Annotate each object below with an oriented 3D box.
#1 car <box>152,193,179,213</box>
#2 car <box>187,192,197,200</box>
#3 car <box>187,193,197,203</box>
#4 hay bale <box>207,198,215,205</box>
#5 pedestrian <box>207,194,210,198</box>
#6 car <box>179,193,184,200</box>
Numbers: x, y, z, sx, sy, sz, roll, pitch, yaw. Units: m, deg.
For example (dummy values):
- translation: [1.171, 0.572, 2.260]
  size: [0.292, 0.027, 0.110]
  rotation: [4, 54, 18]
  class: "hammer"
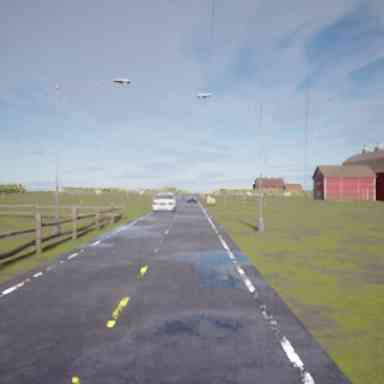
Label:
- translation: [-2.844, 1.123, 35.101]
  size: [2.150, 2.045, 5.566]
  rotation: [0, 0, 0]
  class: "car"
- translation: [0.001, 0.990, 78.953]
  size: [2.097, 1.767, 4.553]
  rotation: [0, 0, 0]
  class: "car"
- translation: [0.001, 1.424, 63.276]
  size: [1.895, 1.301, 4.718]
  rotation: [0, 0, 0]
  class: "car"
- translation: [3.115, 1.503, 54.158]
  size: [1.220, 1.180, 1.240]
  rotation: [-1, -1, 0]
  class: "hay bale"
- translation: [2.825, 1.151, 55.265]
  size: [0.375, 1.860, 0.375]
  rotation: [1, -1, 2]
  class: "pedestrian"
- translation: [-2.750, 1.076, 77.375]
  size: [1.812, 1.442, 4.674]
  rotation: [0, 0, 0]
  class: "car"
